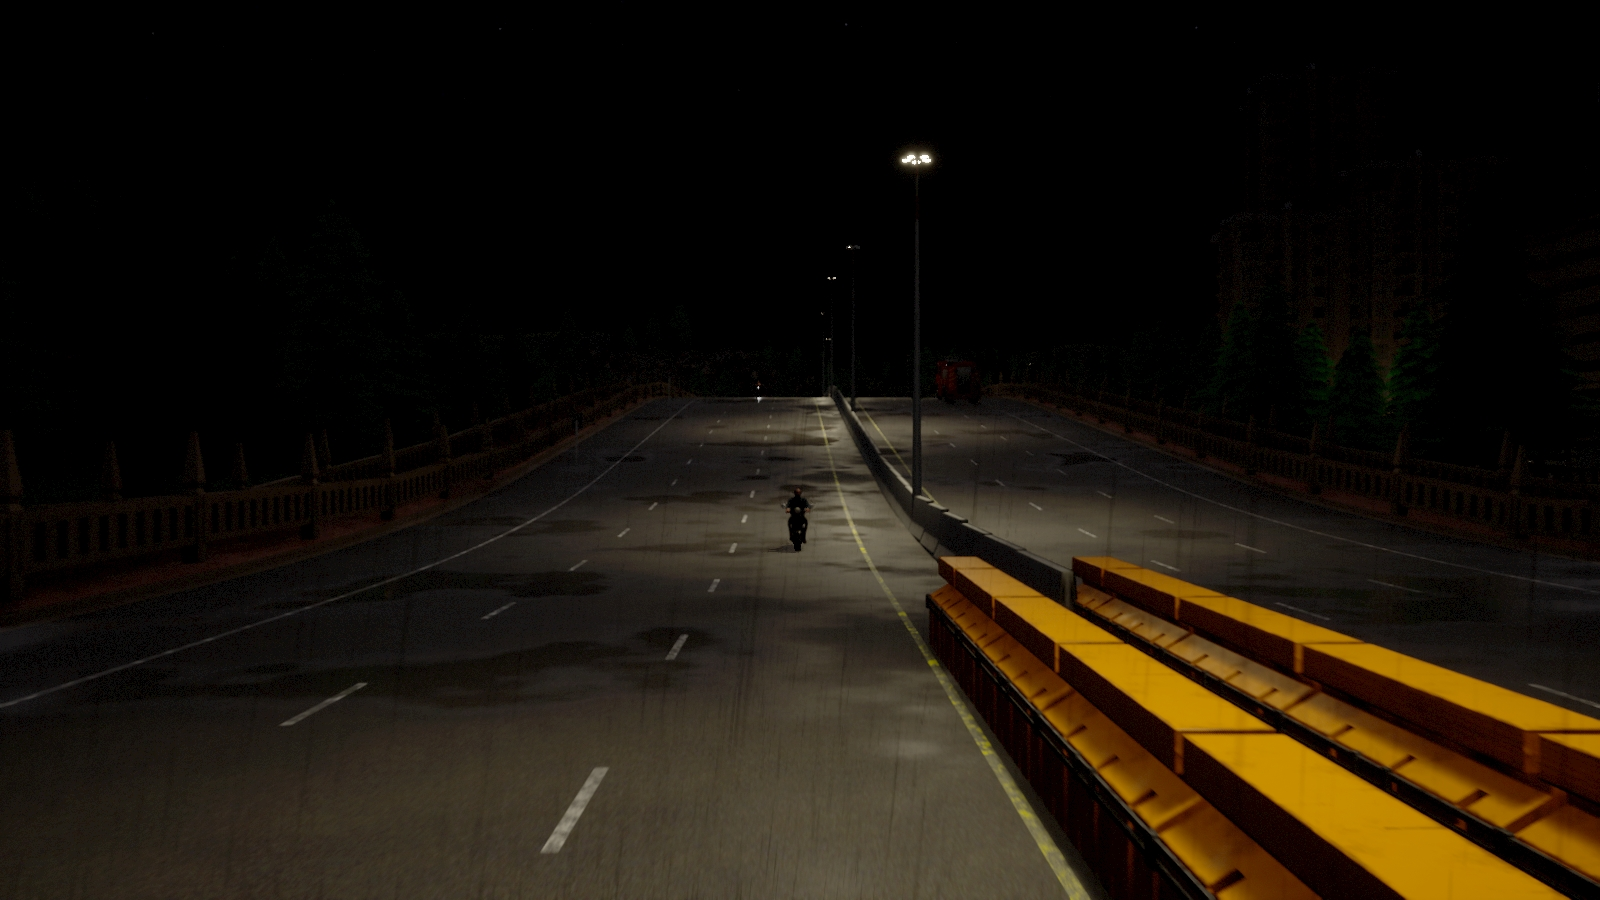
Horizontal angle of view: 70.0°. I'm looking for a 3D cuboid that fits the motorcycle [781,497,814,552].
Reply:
[{"bbox_3d":[-0.063,1.997,30.810,0.856,1.316,1.805,0,2,0],"label":"motorcycle"}]
